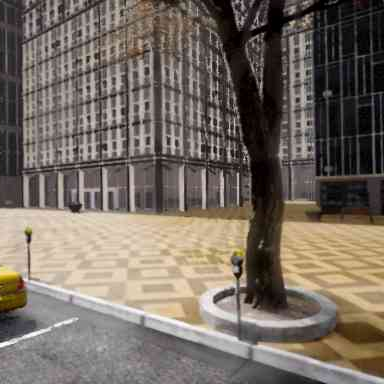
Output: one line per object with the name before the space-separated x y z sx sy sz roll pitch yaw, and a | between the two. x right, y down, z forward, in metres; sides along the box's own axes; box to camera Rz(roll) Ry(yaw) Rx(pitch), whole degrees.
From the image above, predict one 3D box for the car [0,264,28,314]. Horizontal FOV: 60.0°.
car | -5.112 1.549 6.529 4.829 1.417 1.752 0 -1 35
